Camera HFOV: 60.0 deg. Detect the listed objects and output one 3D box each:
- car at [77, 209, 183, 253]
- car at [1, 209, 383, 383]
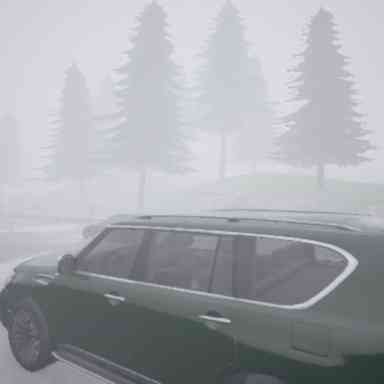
[{"bbox_3d":[-2.812,1.581,14.549,4.674,1.442,1.812,0,0,36],"label":"car"},{"bbox_3d":[-0.072,1.235,4.042,5.566,2.045,2.150,0,0,36],"label":"car"}]
